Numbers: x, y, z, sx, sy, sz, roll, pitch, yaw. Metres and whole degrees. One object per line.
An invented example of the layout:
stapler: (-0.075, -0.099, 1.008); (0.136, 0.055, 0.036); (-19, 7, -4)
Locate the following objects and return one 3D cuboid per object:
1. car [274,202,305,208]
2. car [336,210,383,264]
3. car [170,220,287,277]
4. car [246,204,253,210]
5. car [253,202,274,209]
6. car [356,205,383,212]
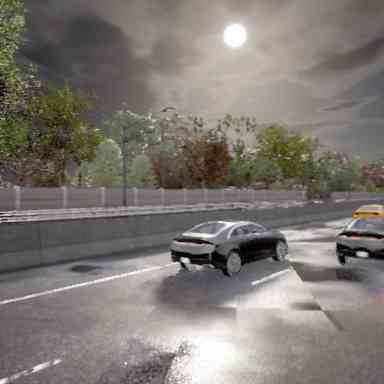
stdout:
car: (12.134, 2.045, 39.262); (2.033, 1.411, 5.357); (-2, -1, 41)
car: (6.516, 1.590, 11.429); (2.128, 1.511, 4.902); (-2, -1, 41)
car: (1.422, 1.663, 10.942); (2.128, 1.511, 4.902); (-2, -1, 41)
car: (9.525, 2.166, 46.872); (2.128, 1.511, 4.902); (-2, -1, 42)
car: (10.097, 2.089, 42.235); (1.837, 1.490, 4.892); (-2, -2, 42)
car: (13.581, 1.694, 24.737); (1.882, 1.535, 5.008); (-2, -1, 41)
